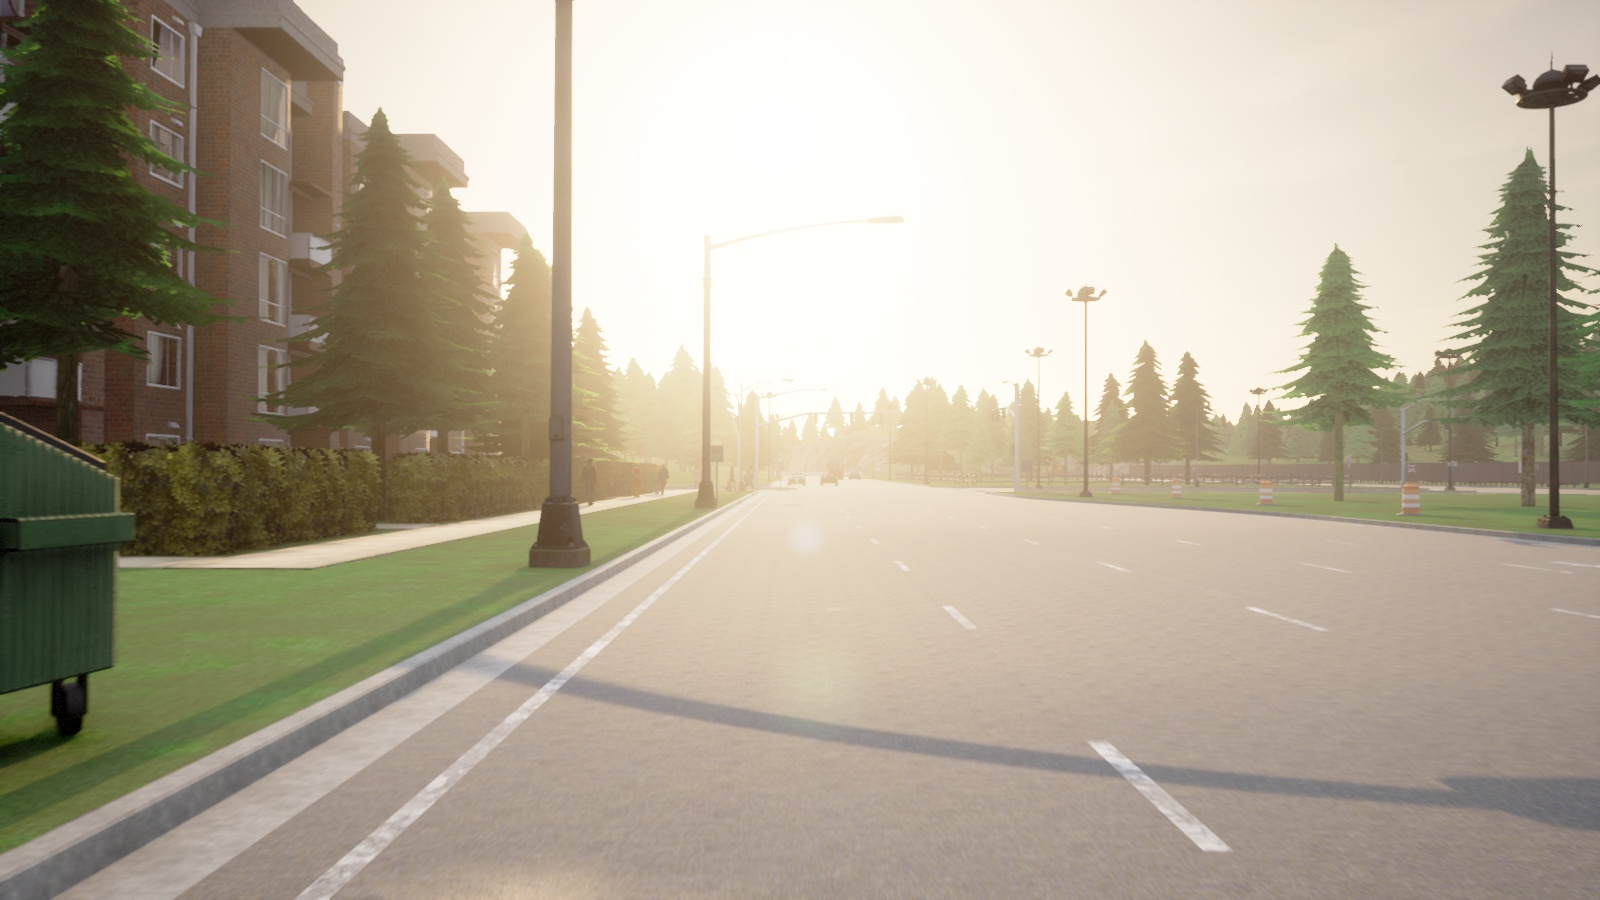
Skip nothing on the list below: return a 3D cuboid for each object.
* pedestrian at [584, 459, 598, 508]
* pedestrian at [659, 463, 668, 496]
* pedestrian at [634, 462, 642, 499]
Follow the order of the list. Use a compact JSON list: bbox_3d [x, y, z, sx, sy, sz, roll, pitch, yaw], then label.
[{"bbox_3d":[-8.041,1.284,48.296,0.431,1.840,0.703,0,-1,1],"label":"pedestrian"},{"bbox_3d":[-7.697,1.660,70.859,0.402,1.842,0.726,0,-1,0],"label":"pedestrian"},{"bbox_3d":[-8.230,1.543,63.696,0.345,1.836,0.594,0,-1,0],"label":"pedestrian"}]
